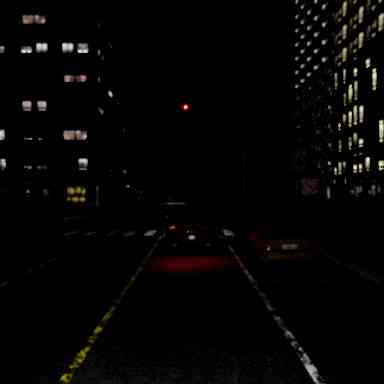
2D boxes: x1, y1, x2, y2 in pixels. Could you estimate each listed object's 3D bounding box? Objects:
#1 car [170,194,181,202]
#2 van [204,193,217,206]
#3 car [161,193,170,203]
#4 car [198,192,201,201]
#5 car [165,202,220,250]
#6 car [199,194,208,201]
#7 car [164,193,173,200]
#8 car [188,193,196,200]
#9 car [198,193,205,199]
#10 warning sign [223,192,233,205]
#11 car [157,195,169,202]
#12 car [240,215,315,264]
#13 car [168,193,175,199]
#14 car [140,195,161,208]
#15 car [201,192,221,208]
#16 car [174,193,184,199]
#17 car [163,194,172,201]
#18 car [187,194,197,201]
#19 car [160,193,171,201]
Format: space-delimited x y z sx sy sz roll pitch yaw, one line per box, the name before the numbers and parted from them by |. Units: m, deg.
car | -3.046 1.073 61.143 2.097 1.767 4.553 0 0 1
van | 2.686 1.107 49.228 1.690 1.788 3.998 0 0 0
car | -5.693 1.274 60.282 2.008 1.369 4.403 0 0 0
car | 2.686 1.019 65.807 2.192 1.841 5.009 0 0 0
car | -0.115 1.405 14.027 1.882 1.535 5.008 0 0 -2
car | 2.687 1.211 76.862 1.887 1.381 4.507 0 0 0
car | -5.694 1.088 82.388 1.967 1.590 4.097 0 0 0
car | 0.001 1.099 82.896 2.033 1.411 5.357 0 0 0
car | 2.687 1.137 93.612 1.752 1.417 4.829 0 0 0
warning sign | 5.072 0.890 46.957 1.300 1.860 1.060 0 0 0
car | -5.694 1.249 65.808 1.887 1.381 4.507 0 0 0
car | 2.687 1.465 11.460 1.752 1.417 4.829 0 0 0
car | -5.693 1.139 93.272 1.752 1.417 4.829 0 0 0
car | -5.693 1.340 43.703 2.008 1.369 4.403 0 0 0
car | 2.686 1.104 43.702 2.192 1.841 5.009 0 0 0
car | -2.999 0.946 76.658 2.033 1.411 5.357 0 0 0
car | -5.693 1.248 76.863 1.802 1.307 4.206 0 0 0
car | 0.000 1.159 72.478 1.882 1.535 5.008 0 0 0
car | -5.694 1.125 71.335 1.967 1.590 4.097 0 0 0
